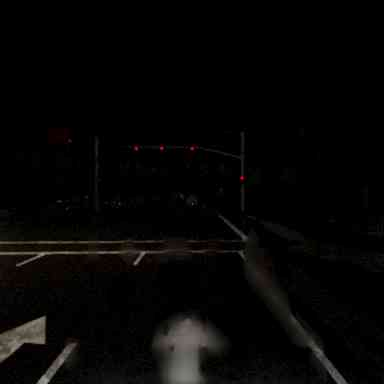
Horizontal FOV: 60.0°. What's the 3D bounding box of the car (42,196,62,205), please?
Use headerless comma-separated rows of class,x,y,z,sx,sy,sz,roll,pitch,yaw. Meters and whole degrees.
car,-22.022,1.350,53.425,2.033,1.411,5.357,0,0,1

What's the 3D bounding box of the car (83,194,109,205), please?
car,-15.037,1.407,52.435,1.895,1.301,4.718,0,0,0

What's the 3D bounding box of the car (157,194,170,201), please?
car,-6.917,1.251,77.336,2.033,1.411,5.357,0,0,1

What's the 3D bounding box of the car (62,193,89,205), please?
car,-18.529,1.280,53.492,1.882,1.535,5.008,0,0,1

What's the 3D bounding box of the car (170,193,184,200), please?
car,-3.412,1.264,77.744,1.994,1.385,4.181,0,0,1

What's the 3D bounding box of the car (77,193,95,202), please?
car,-21.961,1.100,69.105,2.097,1.767,4.553,0,0,0

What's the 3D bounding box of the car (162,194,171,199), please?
car,-6.691,1.142,87.696,1.812,1.442,4.674,0,0,2

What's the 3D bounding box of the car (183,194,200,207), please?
car,0.025,1.354,46.311,1.812,1.442,4.674,0,0,0

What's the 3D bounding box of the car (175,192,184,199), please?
car,-3.194,0.973,87.571,2.097,1.767,4.553,0,0,2

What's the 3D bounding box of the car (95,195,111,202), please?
car,-18.461,1.285,69.165,2.033,1.411,5.357,0,0,0

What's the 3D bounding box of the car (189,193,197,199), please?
car,0.306,1.096,87.508,1.882,1.535,5.008,0,0,2

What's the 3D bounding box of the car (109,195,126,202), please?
car,-14.962,1.272,68.493,2.128,1.511,4.902,0,0,0
